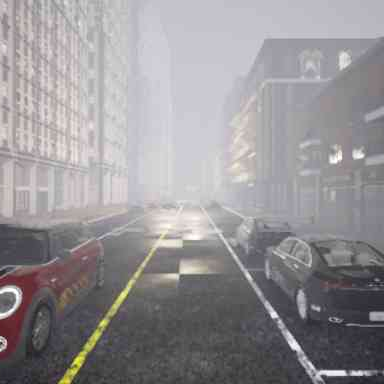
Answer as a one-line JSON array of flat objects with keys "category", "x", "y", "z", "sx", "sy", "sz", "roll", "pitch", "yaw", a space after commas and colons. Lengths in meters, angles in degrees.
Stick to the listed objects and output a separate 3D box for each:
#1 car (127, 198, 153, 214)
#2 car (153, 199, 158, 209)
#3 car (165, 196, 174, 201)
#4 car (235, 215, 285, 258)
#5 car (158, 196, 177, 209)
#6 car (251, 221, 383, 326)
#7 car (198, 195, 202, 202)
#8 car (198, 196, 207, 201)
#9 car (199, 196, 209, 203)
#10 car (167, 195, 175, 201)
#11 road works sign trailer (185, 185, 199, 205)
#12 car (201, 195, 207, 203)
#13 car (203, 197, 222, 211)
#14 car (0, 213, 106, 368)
[{"category": "car", "x": -5.686, "y": 1.573, "z": 35.210, "sx": 2.008, "sy": 1.369, "sz": 4.403, "roll": 0, "pitch": 0, "yaw": 0}, {"category": "car", "x": -5.686, "y": 1.578, "z": 46.508, "sx": 1.887, "sy": 1.381, "sz": 4.507, "roll": 0, "pitch": 0, "yaw": 0}, {"category": "car", "x": -5.683, "y": 1.633, "z": 86.047, "sx": 2.008, "sy": 1.369, "sz": 4.403, "roll": 0, "pitch": 0, "yaw": 0}, {"category": "car", "x": 2.693, "y": 1.557, "z": 12.615, "sx": 2.008, "sy": 1.369, "sz": 4.403, "roll": 0, "pitch": 0, "yaw": 0}, {"category": "car", "x": -3.084, "y": 1.579, "z": 45.796, "sx": 2.033, "sy": 1.411, "sz": 5.357, "roll": 0, "pitch": 0, "yaw": 0}, {"category": "car", "x": 2.692, "y": 1.554, "z": 6.967, "sx": 2.008, "sy": 1.369, "sz": 4.403, "roll": 0, "pitch": 0, "yaw": 0}, {"category": "car", "x": 2.696, "y": 1.583, "z": 69.270, "sx": 1.752, "sy": 1.417, "sz": 4.829, "roll": 0, "pitch": 0, "yaw": 0}, {"category": "car", "x": 2.697, "y": 1.632, "z": 86.047, "sx": 2.008, "sy": 1.369, "sz": 4.403, "roll": 0, "pitch": 0, "yaw": 0}, {"category": "car", "x": 2.697, "y": 1.631, "z": 74.750, "sx": 1.947, "sy": 1.339, "sz": 4.313, "roll": 0, "pitch": 0, "yaw": 0}, {"category": "car", "x": -5.683, "y": 1.532, "z": 91.696, "sx": 1.967, "sy": 1.590, "sz": 4.097, "roll": 0, "pitch": 0, "yaw": 0}, {"category": "road works sign trailer", "x": 0.004, "y": 0.510, "z": 59.164, "sx": 2.380, "sy": 3.560, "sz": 2.880, "roll": 0, "pitch": 0, "yaw": 0}, {"category": "car", "x": 2.695, "y": 1.473, "z": 46.507, "sx": 1.967, "sy": 1.590, "sz": 4.097, "roll": 0, "pitch": 0, "yaw": 0}, {"category": "car", "x": 2.694, "y": 1.609, "z": 40.858, "sx": 1.802, "sy": 1.307, "sz": 4.206, "roll": 0, "pitch": 0, "yaw": 0}, {"category": "car", "x": -3.090, "y": 1.355, "z": 5.981, "sx": 2.097, "sy": 1.767, "sz": 4.553, "roll": 0, "pitch": 0, "yaw": 0}]
